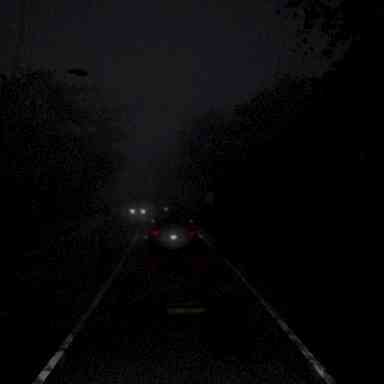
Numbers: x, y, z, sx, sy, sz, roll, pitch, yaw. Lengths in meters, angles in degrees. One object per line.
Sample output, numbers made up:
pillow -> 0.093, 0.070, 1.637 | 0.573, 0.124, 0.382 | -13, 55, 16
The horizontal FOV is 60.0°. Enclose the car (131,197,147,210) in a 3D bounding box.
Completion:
car -> -8.279, 1.800, 52.006 | 2.150, 2.045, 5.566 | 0, -3, -5

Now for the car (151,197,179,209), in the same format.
car -> -2.224, 1.415, 27.936 | 2.150, 2.045, 5.566 | 0, 0, -5

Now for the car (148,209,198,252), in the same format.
car -> -0.850, 1.671, 14.406 | 1.994, 1.385, 4.181 | 0, 0, -5
